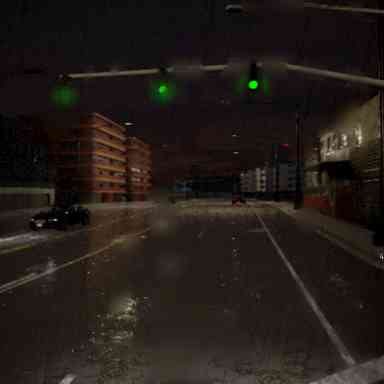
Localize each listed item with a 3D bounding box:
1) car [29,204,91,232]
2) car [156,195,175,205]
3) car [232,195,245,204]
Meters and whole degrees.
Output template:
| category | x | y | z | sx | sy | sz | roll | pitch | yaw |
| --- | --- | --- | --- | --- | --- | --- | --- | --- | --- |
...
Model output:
| category | x | y | z | sx | sy | sz | roll | pitch | yaw |
| --- | --- | --- | --- | --- | --- | --- | --- | --- | --- |
| car | -8.007 | 1.510 | 20.624 | 2.128 | 1.511 | 4.902 | -1 | 1 | 8 |
| car | -3.820 | 1.150 | 48.577 | 2.033 | 1.411 | 5.357 | -1 | 0 | 9 |
| car | 6.983 | 1.110 | 49.625 | 1.895 | 1.301 | 4.718 | -1 | 0 | 8 |
